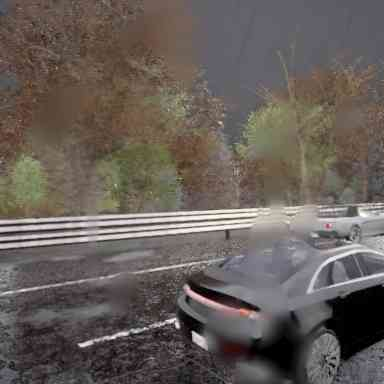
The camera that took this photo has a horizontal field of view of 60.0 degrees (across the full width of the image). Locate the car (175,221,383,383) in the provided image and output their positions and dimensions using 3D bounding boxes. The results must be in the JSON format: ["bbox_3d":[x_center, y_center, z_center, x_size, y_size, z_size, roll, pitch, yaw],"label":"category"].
[{"bbox_3d":[2.073,1.476,5.207,4.902,1.511,2.128,0,0,-35],"label":"car"}]

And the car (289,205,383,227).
[{"bbox_3d":[5.788,1.139,12.192,4.718,1.301,1.895,0,-4,-35],"label":"car"}]
